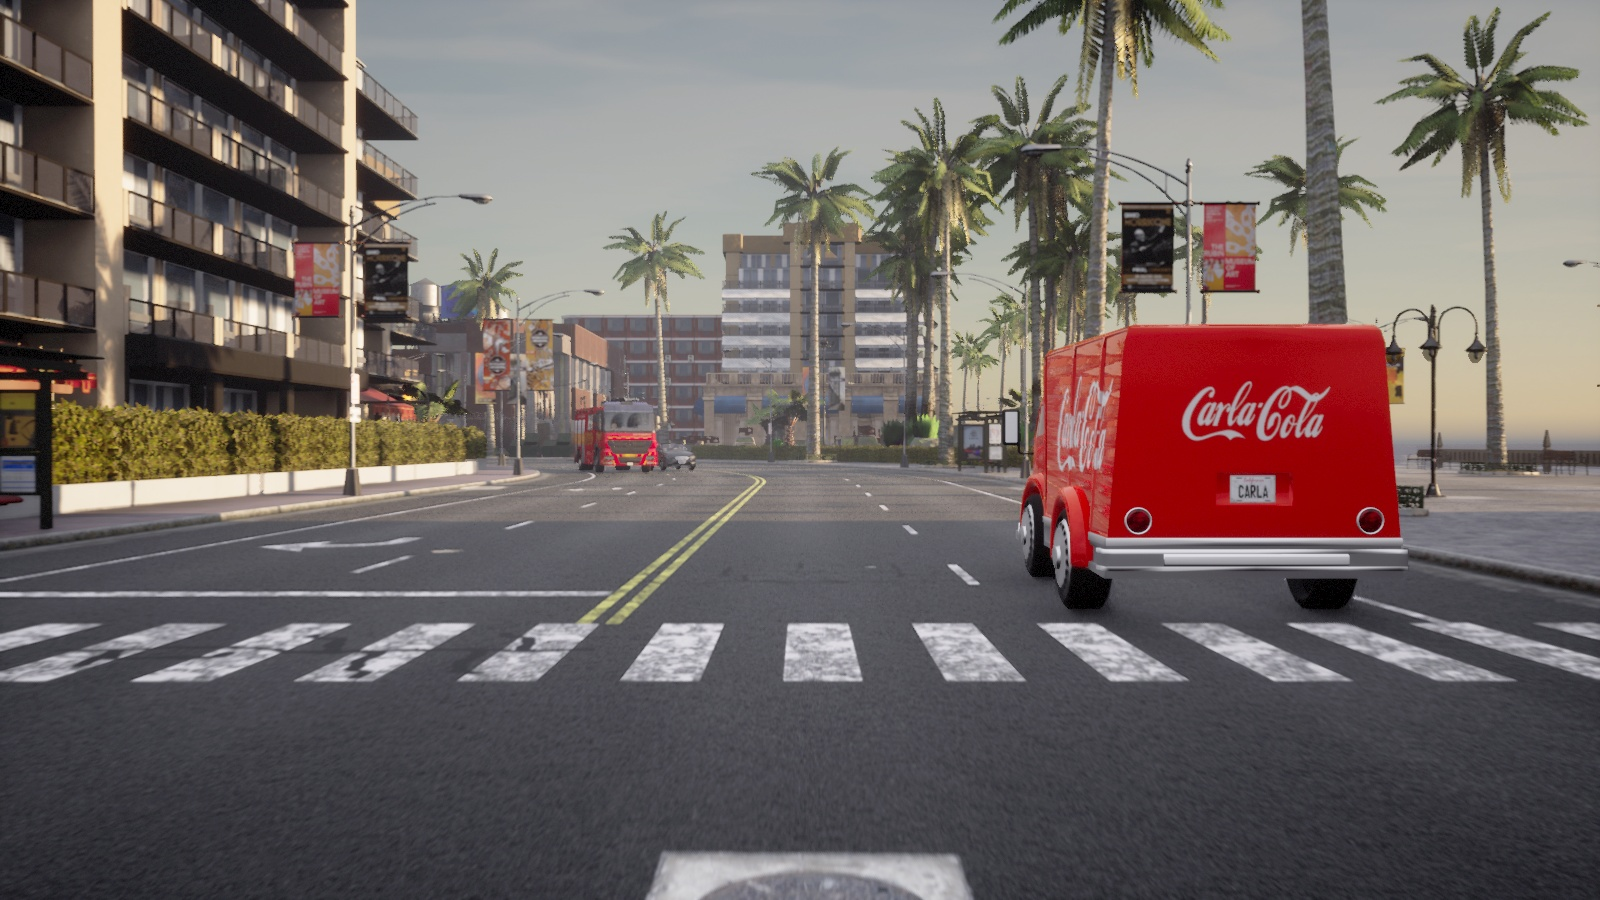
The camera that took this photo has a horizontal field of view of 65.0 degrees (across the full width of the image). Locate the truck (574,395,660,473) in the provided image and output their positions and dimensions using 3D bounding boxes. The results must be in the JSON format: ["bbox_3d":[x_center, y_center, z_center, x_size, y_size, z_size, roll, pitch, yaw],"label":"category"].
[{"bbox_3d":[-9.716,-0.796,65.791,2.891,3.827,8.468,0,0,-19],"label":"truck"}]

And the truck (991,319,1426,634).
[{"bbox_3d":[3.590,0.193,12.430,2.627,2.467,5.204,0,0,0],"label":"truck"}]

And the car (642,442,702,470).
[{"bbox_3d":[-7.053,0.310,68.844,2.128,1.511,4.902,0,0,-20],"label":"car"}]
